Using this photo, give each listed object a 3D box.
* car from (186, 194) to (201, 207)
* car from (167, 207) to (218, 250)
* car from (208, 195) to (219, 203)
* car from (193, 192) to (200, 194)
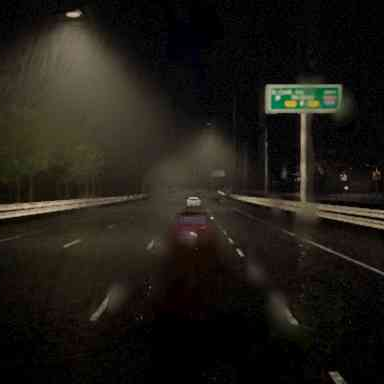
[{"bbox_3d":[0.232,1.425,44.270,1.812,1.442,4.674,0,0,1],"label":"car"},{"bbox_3d":[0.030,1.554,14.284,1.994,1.385,4.181,0,0,0],"label":"car"},{"bbox_3d":[4.049,1.260,62.540,2.128,1.511,4.902,0,1,1],"label":"car"},{"bbox_3d":[0.452,1.314,62.794,2.033,1.411,5.357,0,0,1],"label":"car"}]
